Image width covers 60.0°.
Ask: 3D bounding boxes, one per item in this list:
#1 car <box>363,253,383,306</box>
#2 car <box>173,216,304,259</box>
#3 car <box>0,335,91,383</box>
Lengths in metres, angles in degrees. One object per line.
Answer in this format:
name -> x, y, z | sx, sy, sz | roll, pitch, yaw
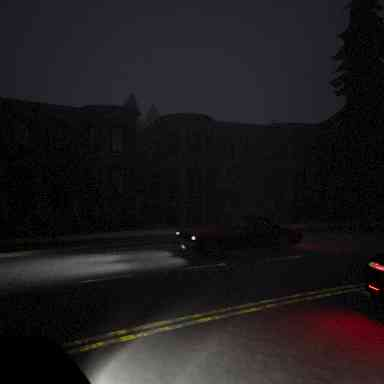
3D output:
car -> 5.464, 1.492, 6.218 | 4.902, 1.511, 2.128 | 0, 0, -24
car -> 1.732, 1.601, 12.479 | 4.718, 1.301, 1.895 | 0, 0, -24
car -> -3.077, 1.547, 1.388 | 5.357, 1.411, 2.033 | 0, 0, -37
